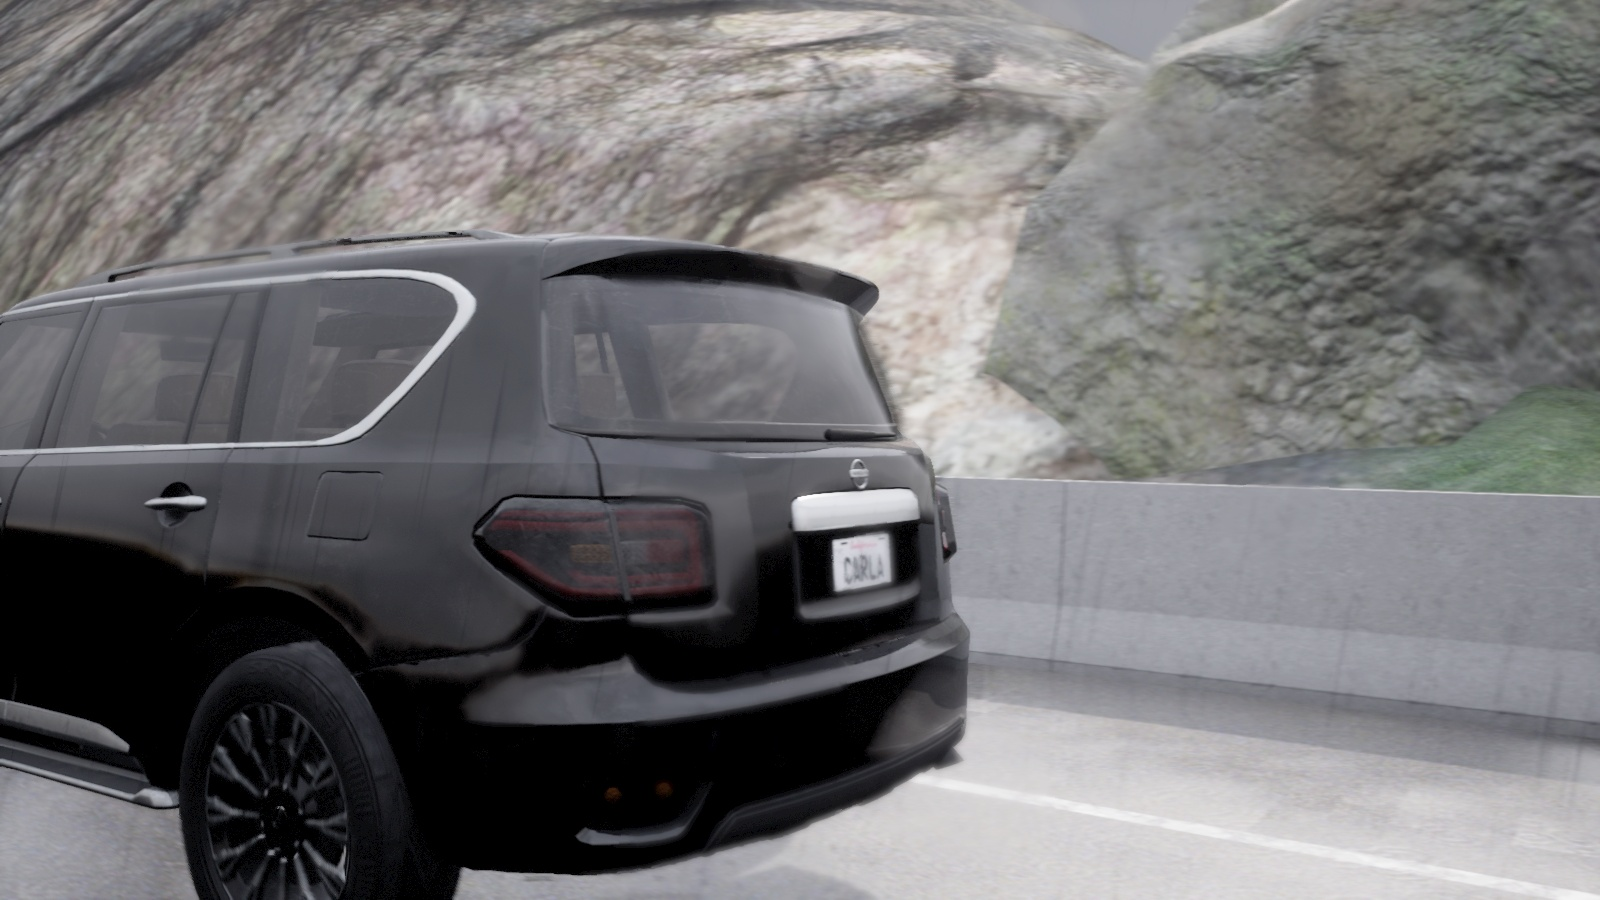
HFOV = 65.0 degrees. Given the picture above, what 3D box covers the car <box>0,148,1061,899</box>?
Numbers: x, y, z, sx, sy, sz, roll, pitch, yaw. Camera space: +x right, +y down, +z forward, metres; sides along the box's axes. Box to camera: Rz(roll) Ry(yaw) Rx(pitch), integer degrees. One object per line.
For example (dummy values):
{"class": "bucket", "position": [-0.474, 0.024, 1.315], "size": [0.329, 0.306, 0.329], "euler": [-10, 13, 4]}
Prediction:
{"class": "car", "position": [-2.021, 0.401, 4.961], "size": [5.566, 2.045, 2.150], "euler": [0, 1, 34]}
